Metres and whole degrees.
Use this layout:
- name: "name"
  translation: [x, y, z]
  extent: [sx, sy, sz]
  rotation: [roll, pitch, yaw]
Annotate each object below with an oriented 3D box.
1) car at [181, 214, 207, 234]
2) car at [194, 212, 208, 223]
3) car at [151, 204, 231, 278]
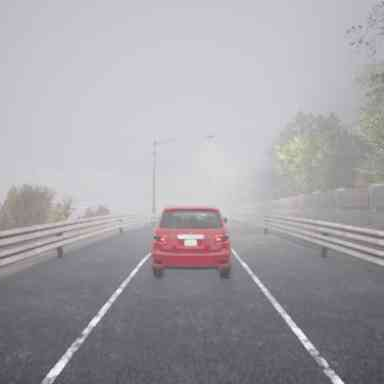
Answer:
- name: "car"
  translation: [0.198, 2.414, 25.841]
  extent: [1.895, 1.301, 4.718]
  rotation: [0, -3, 1]
- name: "car"
  translation: [1.357, 3.686, 48.281]
  extent: [1.812, 1.442, 4.674]
  rotation: [0, -4, 4]
- name: "car"
  translation: [0.017, 1.416, 10.894]
  extent: [2.150, 2.045, 5.566]
  rotation: [0, -1, 1]
